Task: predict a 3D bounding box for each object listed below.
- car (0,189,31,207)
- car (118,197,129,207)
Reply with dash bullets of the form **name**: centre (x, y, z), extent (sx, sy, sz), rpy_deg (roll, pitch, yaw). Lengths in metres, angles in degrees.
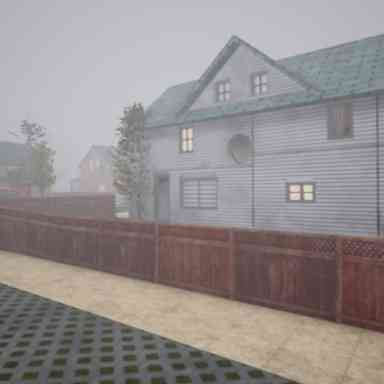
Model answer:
- **car**: centre (-14.457, 0.843, 24.089), extent (2.150, 2.045, 5.566), rpy_deg (0, 2, 36)
- **car**: centre (-5.823, 0.764, 36.058), extent (2.128, 1.511, 4.902), rpy_deg (0, 1, 36)
